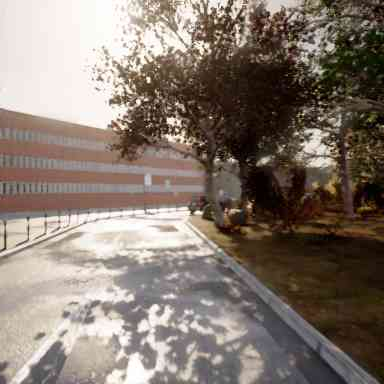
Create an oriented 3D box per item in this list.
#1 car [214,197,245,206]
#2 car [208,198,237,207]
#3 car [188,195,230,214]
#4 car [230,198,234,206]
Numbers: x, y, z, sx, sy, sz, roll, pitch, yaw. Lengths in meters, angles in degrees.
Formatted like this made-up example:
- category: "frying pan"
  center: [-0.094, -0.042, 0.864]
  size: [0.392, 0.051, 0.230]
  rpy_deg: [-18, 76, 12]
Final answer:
- category: "car"
  center: [6.722, 1.715, 59.661]
  size: [5.008, 1.535, 2.097]
  rpy_deg: [0, 0, 32]
- category: "car"
  center: [5.226, 1.758, 57.262]
  size: [4.674, 1.452, 2.002]
  rpy_deg: [0, 0, 32]
- category: "car"
  center: [1.694, 1.412, 37.262]
  size: [2.150, 2.045, 5.566]
  rpy_deg: [0, 0, 33]
- category: "car"
  center: [3.705, 1.469, 54.881]
  size: [5.566, 2.045, 2.435]
  rpy_deg: [0, 0, 32]
